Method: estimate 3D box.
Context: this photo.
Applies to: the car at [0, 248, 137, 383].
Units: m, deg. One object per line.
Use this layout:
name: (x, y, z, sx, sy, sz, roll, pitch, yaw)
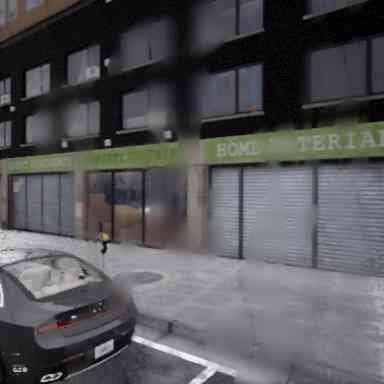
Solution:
car: (-2.784, 1.552, 5.046, 4.403, 1.369, 2.008, 0, 1, 35)
